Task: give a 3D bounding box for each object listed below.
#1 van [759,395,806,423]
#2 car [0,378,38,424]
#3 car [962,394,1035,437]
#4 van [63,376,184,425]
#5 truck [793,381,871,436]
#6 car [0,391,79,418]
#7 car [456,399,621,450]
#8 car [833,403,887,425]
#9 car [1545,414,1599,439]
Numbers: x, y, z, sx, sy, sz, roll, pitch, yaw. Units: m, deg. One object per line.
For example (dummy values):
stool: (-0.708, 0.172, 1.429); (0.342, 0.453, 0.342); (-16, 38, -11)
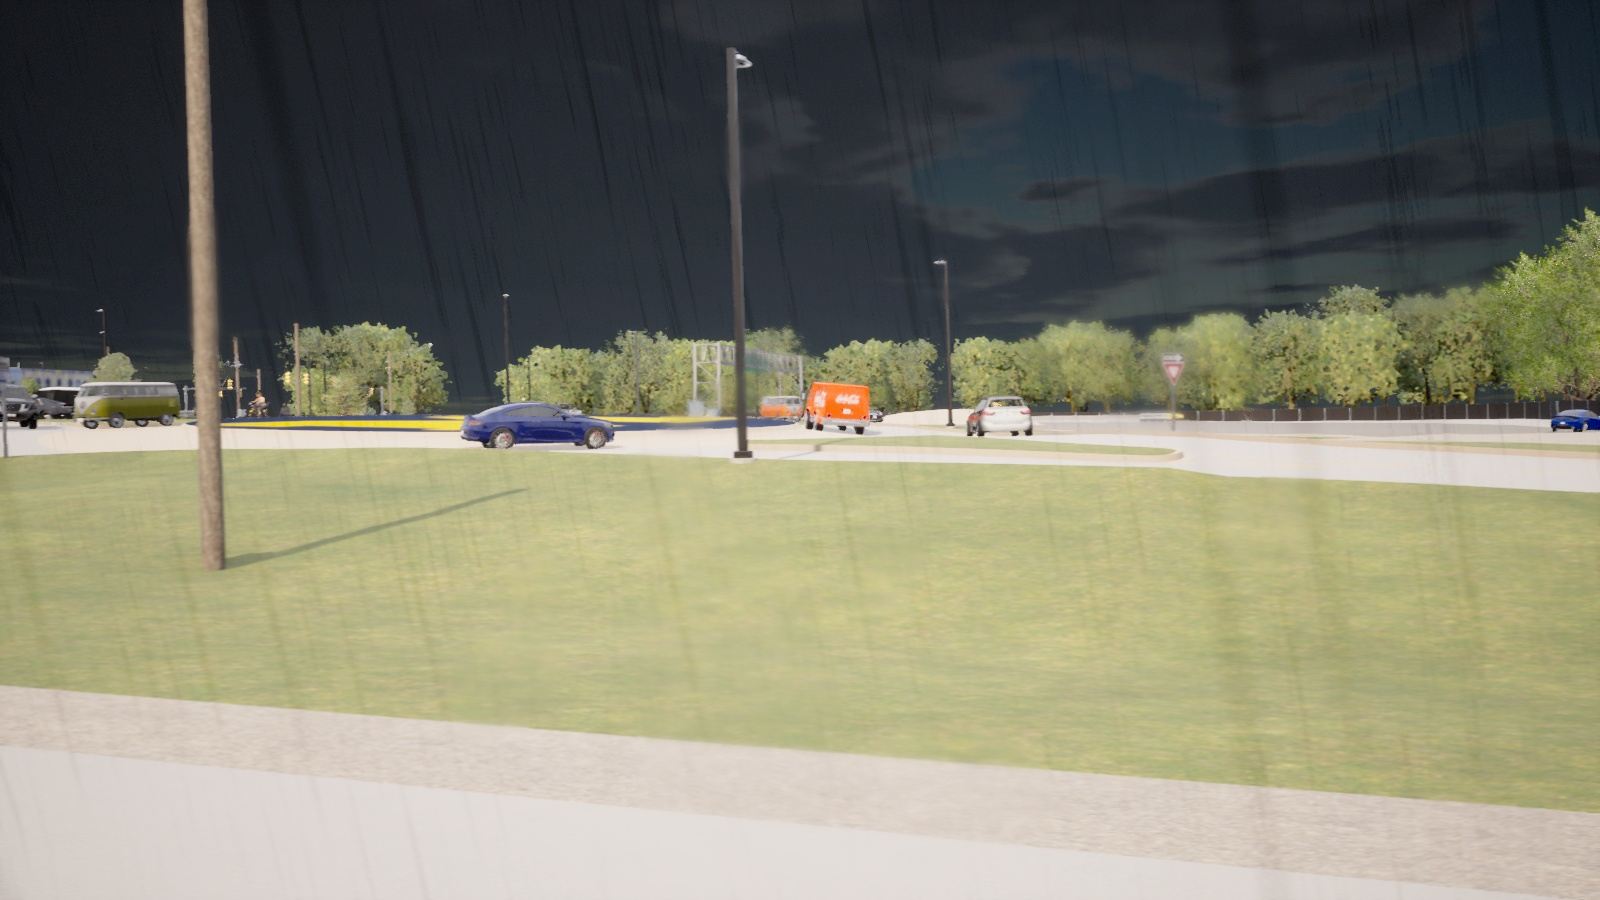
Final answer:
van: (-1.339, -3.010, 93.107); (1.775, 1.987, 4.442); (0, 2, -25)
car: (-37.243, -2.338, 58.741); (2.150, 2.045, 5.566); (0, 3, -38)
car: (8.192, -1.389, 52.347); (2.242, 1.667, 4.611); (-1, 1, -1)
van: (-29.061, -2.158, 54.119); (1.775, 1.987, 4.442); (0, 3, 21)
truck: (1.580, -2.184, 64.583); (2.627, 2.467, 5.204); (3, 3, -13)
car: (-45.499, -2.685, 73.875); (4.902, 1.511, 2.128); (0, 1, -6)
car: (-8.036, -0.804, 38.641); (4.674, 1.442, 1.812); (-1, 4, -25)
car: (4.293, -2.597, 90.496); (1.970, 1.475, 3.806); (0, 2, -33)
car: (51.636, -1.535, 83.322); (5.008, 1.535, 1.882); (0, 3, -36)
